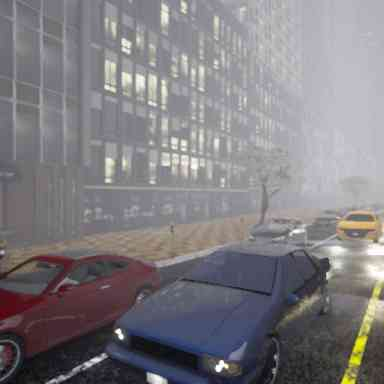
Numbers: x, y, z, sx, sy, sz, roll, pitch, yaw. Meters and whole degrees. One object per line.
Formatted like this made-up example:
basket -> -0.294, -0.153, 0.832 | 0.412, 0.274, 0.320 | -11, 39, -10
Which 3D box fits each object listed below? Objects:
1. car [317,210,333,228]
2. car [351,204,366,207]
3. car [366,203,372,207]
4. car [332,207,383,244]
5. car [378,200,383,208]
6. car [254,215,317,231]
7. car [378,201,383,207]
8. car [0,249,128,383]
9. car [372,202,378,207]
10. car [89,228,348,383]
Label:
car -> 10.165, 2.000, 24.597 | 2.008, 1.369, 4.403 | -1, -1, 33
car -> 16.329, 2.212, 34.147 | 1.802, 1.307, 4.206 | -1, -1, 33
car -> 19.410, 2.161, 38.925 | 1.967, 1.590, 4.097 | -1, -1, 33
car -> 9.304, 1.819, 18.289 | 1.882, 1.535, 5.008 | 0, -1, 33
car -> 47.143, 2.842, 81.902 | 2.192, 1.841, 5.009 | -1, -1, 33
car -> 4.002, 1.819, 15.048 | 2.008, 1.369, 4.403 | -1, -1, 33
car -> 31.736, 2.646, 58.022 | 1.947, 1.339, 4.313 | -1, -1, 33
car -> -2.160, 1.669, 5.498 | 1.802, 1.307, 4.206 | -1, -1, 33
car -> 25.481, 2.423, 48.330 | 1.752, 1.417, 4.829 | -1, -1, 33
car -> 1.099, 1.650, 5.747 | 2.033, 1.411, 5.357 | 0, -1, 33
